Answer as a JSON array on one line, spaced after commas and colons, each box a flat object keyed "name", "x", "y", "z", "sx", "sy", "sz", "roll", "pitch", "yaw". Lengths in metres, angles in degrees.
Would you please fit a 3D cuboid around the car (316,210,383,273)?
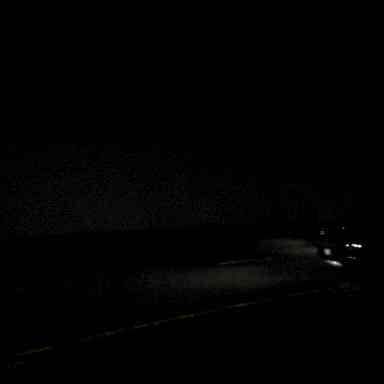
[{"name": "car", "x": 6.268, "y": 1.475, "z": 10.439, "sx": 4.902, "sy": 1.511, "sz": 2.128, "roll": 0, "pitch": 0, "yaw": -18}]

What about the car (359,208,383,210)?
[{"name": "car", "x": 7.819, "y": 1.481, "z": 14.561, "sx": 4.892, "sy": 1.490, "sz": 1.837, "roll": 0, "pitch": 0, "yaw": -15}]
